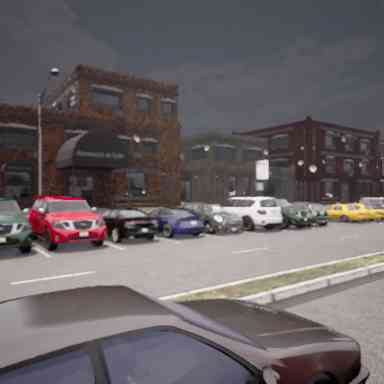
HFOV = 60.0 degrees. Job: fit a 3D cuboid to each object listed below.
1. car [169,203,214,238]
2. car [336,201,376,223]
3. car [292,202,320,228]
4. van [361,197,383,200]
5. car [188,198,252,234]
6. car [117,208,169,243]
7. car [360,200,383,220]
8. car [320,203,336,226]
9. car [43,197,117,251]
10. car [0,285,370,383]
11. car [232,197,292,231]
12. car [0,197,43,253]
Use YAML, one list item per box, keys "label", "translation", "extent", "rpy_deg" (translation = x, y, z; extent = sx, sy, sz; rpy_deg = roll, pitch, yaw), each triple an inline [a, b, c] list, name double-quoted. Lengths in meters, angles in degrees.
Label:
- label: "car"
  translation: [-1.280, 1.560, 18.107]
  extent: [2.163, 1.488, 4.792]
  rpy_deg: [1, 0, -36]
- label: "car"
  translation: [12.020, 1.694, 27.946]
  extent: [1.946, 1.575, 5.366]
  rpy_deg: [1, 0, -36]
- label: "car"
  translation: [5.450, 1.360, 22.917]
  extent: [2.435, 2.045, 5.566]
  rpy_deg: [1, 0, -36]
- label: "van"
  translation: [18.898, 1.546, 32.560]
  extent: [1.878, 1.987, 4.442]
  rpy_deg: [1, 0, -36]
- label: "car"
  translation: [0.952, 1.427, 19.728]
  extent: [2.185, 1.767, 4.553]
  rpy_deg: [1, 0, -36]
- label: "car"
  translation: [-3.487, 1.509, 16.463]
  extent: [2.097, 1.535, 5.008]
  rpy_deg: [0, 0, -36]
- label: "car"
  translation: [14.254, 1.721, 29.566]
  extent: [1.946, 1.575, 5.366]
  rpy_deg: [1, 0, -36]
- label: "car"
  translation: [7.683, 1.515, 24.533]
  extent: [2.185, 1.767, 4.553]
  rpy_deg: [1, 0, -36]
- label: "car"
  translation: [-5.705, 1.248, 14.826]
  extent: [2.435, 2.045, 5.566]
  rpy_deg: [0, 0, -36]
- label: "car"
  translation: [-0.802, 1.547, 2.561]
  extent: [5.357, 1.411, 2.033]
  rpy_deg: [0, 0, -36]
- label: "car"
  translation: [3.185, 1.331, 21.344]
  extent: [2.435, 2.045, 5.566]
  rpy_deg: [1, 0, -36]
- label: "car"
  translation: [-7.934, 1.240, 13.210]
  extent: [2.435, 2.045, 5.566]
  rpy_deg: [0, 0, -36]
